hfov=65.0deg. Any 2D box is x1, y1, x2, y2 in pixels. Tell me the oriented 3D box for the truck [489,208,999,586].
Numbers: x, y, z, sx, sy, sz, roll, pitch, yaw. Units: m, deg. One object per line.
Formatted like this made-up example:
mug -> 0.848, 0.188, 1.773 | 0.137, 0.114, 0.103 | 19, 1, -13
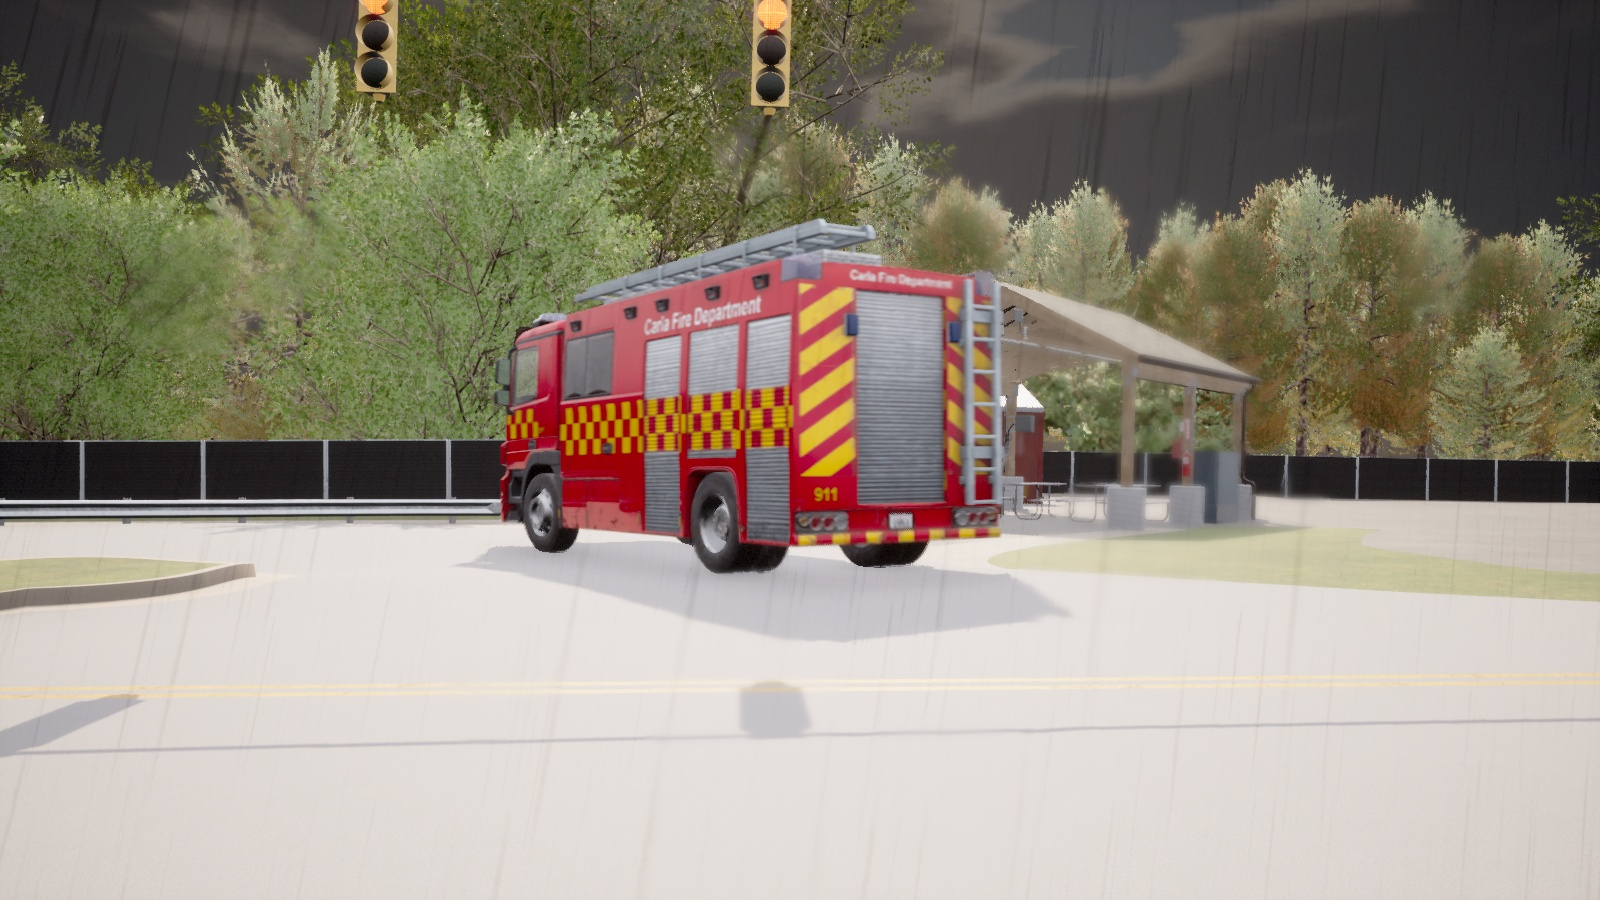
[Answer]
truck -> -1.314, -0.466, 17.020 | 2.891, 3.827, 8.468 | 0, -1, -34
